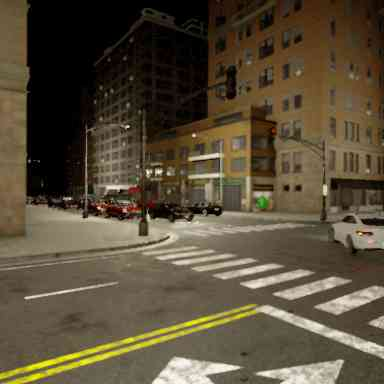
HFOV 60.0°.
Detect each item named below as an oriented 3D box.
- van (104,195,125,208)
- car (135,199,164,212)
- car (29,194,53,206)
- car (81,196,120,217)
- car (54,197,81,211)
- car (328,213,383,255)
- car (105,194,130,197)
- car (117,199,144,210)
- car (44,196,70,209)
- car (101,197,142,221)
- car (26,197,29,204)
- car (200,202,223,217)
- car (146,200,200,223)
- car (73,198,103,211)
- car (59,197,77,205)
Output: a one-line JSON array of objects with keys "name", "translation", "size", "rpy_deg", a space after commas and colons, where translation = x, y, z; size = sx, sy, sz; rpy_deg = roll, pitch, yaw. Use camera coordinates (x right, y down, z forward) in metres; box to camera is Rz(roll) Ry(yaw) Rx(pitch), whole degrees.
[{"name": "van", "translation": [-11.591, 1.370, 49.544], "size": [1.690, 1.788, 3.998], "rpy_deg": [0, 0, -35]}, {"name": "car", "translation": [-5.239, 1.609, 40.538], "size": [1.802, 1.307, 4.206], "rpy_deg": [0, 0, -35]}, {"name": "car", "translation": [-24.502, 1.438, 53.924], "size": [1.967, 1.590, 4.097], "rpy_deg": [0, 0, -35]}, {"name": "car", "translation": [-8.619, 1.430, 31.409], "size": [1.967, 1.590, 4.097], "rpy_deg": [0, 0, -35]}, {"name": "car", "translation": [-14.973, 1.571, 40.415], "size": [1.802, 1.307, 4.206], "rpy_deg": [0, 0, -35]}, {"name": "car", "translation": [6.766, 1.534, 12.990], "size": [1.812, 1.442, 4.674], "rpy_deg": [1, 0, 12]}, {"name": "car", "translation": [-7.375, 1.223, 34.049], "size": [2.150, 2.045, 5.566], "rpy_deg": [0, 0, -36]}, {"name": "car", "translation": [-8.416, 1.593, 45.041], "size": [1.947, 1.339, 4.313], "rpy_deg": [0, 0, -35]}, {"name": "car", "translation": [-18.149, 1.541, 44.918], "size": [2.008, 1.369, 4.403], "rpy_deg": [0, 0, -35]}, {"name": "car", "translation": [-5.443, 1.431, 26.906], "size": [1.967, 1.590, 4.097], "rpy_deg": [0, 0, -35]}, {"name": "car", "translation": [-30.856, 1.558, 62.930], "size": [2.008, 1.369, 4.403], "rpy_deg": [0, 0, -35]}, {"name": "car", "translation": [1.115, 1.596, 31.531], "size": [1.947, 1.339, 4.313], "rpy_deg": [0, 0, -35]}, {"name": "car", "translation": [-1.703, 1.530, 26.006], "size": [1.812, 1.442, 4.674], "rpy_deg": [0, 0, -35]}, {"name": "car", "translation": [-13.377, 1.549, 42.560], "size": [2.033, 1.411, 5.357], "rpy_deg": [0, 0, -35]}, {"name": "car", "translation": [-22.613, 1.628, 60.618], "size": [1.895, 1.301, 4.718], "rpy_deg": [0, 0, -35]}]
